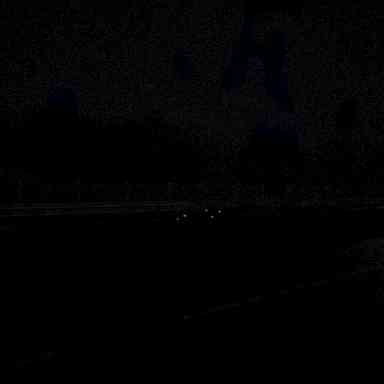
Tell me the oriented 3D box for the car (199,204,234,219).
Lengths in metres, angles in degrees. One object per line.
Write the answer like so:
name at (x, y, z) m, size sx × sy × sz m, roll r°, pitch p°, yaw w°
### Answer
car at (3.135, 1.329, 23.308) m, size 4.718 × 1.301 × 1.895 m, roll 0°, pitch 0°, yaw -36°

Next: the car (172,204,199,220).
car at (1.121, 1.631, 26.170) m, size 5.357 × 1.411 × 2.033 m, roll 0°, pitch 0°, yaw -36°

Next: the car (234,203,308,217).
car at (5.188, 1.434, 20.472) m, size 4.892 × 1.490 × 1.837 m, roll 0°, pitch 0°, yaw -36°
